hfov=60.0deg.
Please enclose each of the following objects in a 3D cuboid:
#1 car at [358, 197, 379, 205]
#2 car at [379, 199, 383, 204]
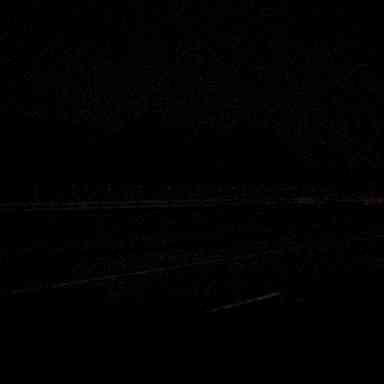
[{"bbox_3d":[29.427,1.559,54.986,5.008,1.535,1.882,0,0,-35],"label":"car"},{"bbox_3d":[32.155,1.586,52.631,4.892,1.490,1.837,0,0,-35],"label":"car"}]
